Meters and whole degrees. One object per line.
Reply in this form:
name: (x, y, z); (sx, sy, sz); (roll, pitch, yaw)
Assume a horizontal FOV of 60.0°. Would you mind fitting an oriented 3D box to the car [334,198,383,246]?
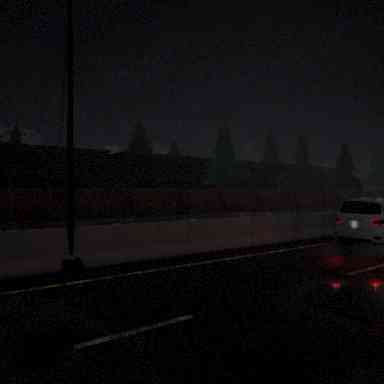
car: (8.293, 1.259, 14.084); (5.566, 2.045, 2.150); (0, 0, -35)
